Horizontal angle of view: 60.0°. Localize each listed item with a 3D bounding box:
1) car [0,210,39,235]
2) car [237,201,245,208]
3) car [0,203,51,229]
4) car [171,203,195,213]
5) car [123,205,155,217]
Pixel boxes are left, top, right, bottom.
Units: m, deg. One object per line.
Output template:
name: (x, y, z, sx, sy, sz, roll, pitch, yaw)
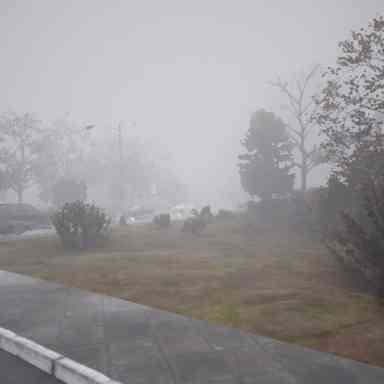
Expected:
car: (-12.442, 2.042, 19.855, 2.033, 1.411, 5.357, -3, -2, 34)
car: (10.007, 2.380, 61.617, 1.882, 1.535, 5.008, -3, -2, 33)
car: (-13.121, 1.873, 25.126, 2.150, 2.045, 5.566, -3, -2, 34)
car: (-1.329, 2.455, 50.502, 1.812, 1.442, 4.674, -3, -2, 33)
car: (-6.624, 2.392, 42.087, 1.812, 1.442, 4.674, -3, -2, 32)
